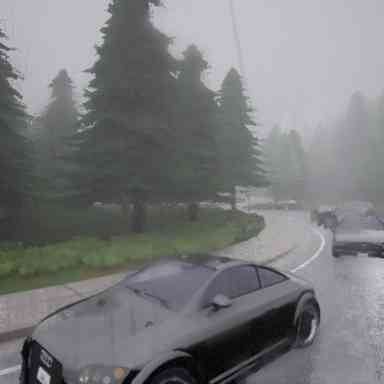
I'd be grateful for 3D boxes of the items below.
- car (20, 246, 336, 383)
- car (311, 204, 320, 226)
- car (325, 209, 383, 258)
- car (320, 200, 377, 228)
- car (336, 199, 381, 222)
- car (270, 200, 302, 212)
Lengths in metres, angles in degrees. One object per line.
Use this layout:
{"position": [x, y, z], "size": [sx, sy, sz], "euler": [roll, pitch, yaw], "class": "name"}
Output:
{"position": [0.028, 1.599, 4.556], "size": [4.181, 1.385, 1.994], "euler": [0, -1, -43], "class": "car"}
{"position": [9.970, 1.614, 24.459], "size": [1.882, 1.535, 5.008], "euler": [0, 0, 12], "class": "car"}
{"position": [6.567, 1.615, 12.898], "size": [2.033, 1.411, 5.357], "euler": [0, 0, 26], "class": "car"}
{"position": [9.158, 1.461, 19.520], "size": [2.097, 1.767, 4.553], "euler": [0, 0, 12], "class": "car"}
{"position": [14.360, 1.504, 29.038], "size": [2.097, 1.767, 4.553], "euler": [0, 0, 6], "class": "car"}
{"position": [12.187, 1.739, 43.415], "size": [1.882, 1.535, 5.008], "euler": [0, -1, -22], "class": "car"}
